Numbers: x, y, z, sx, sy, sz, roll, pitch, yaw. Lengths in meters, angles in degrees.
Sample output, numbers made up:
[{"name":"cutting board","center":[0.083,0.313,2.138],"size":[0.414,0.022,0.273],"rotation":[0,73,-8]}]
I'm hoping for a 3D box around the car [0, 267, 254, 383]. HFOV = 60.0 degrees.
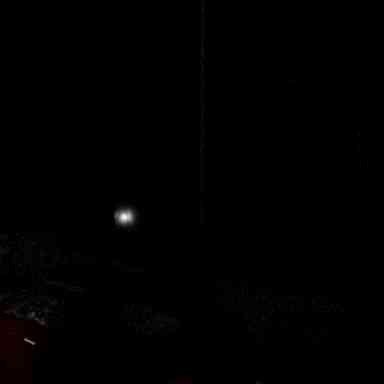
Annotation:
[{"name":"car","center":[-1.327,1.613,4.036],"size":[4.206,1.307,1.802],"rotation":[0,0,36]}]
